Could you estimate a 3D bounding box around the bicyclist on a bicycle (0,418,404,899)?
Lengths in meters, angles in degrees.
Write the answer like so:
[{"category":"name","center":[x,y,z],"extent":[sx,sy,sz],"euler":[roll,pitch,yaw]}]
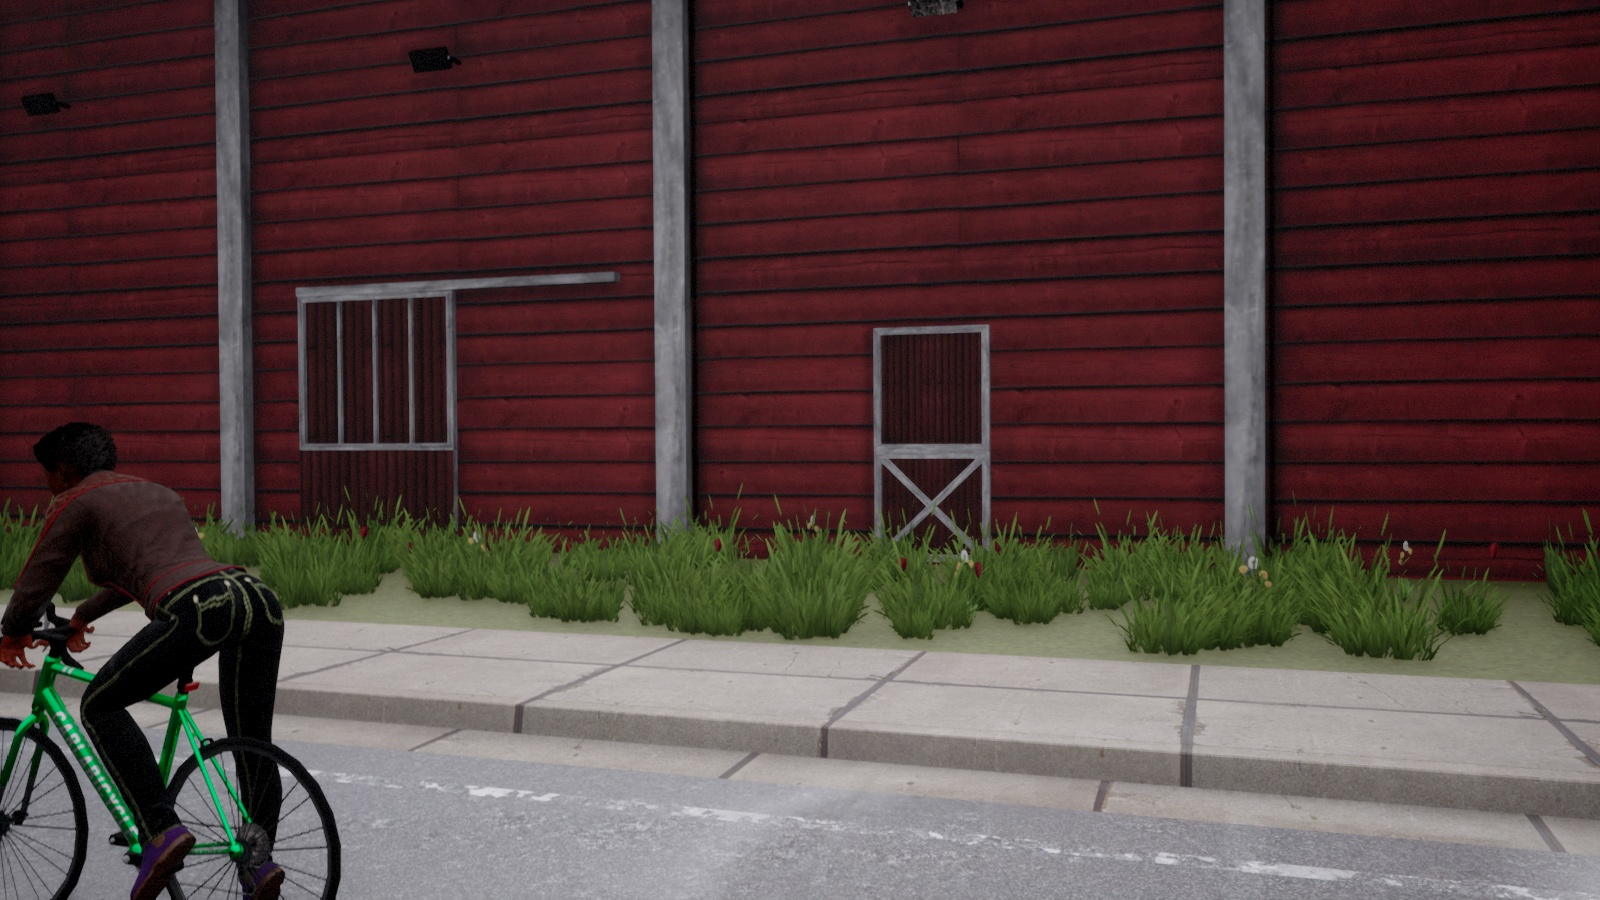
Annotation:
[{"category":"bicyclist on a bicycle","center":[-2.119,0.721,3.905],"extent":[1.656,1.620,0.582],"euler":[0,1,19]}]
